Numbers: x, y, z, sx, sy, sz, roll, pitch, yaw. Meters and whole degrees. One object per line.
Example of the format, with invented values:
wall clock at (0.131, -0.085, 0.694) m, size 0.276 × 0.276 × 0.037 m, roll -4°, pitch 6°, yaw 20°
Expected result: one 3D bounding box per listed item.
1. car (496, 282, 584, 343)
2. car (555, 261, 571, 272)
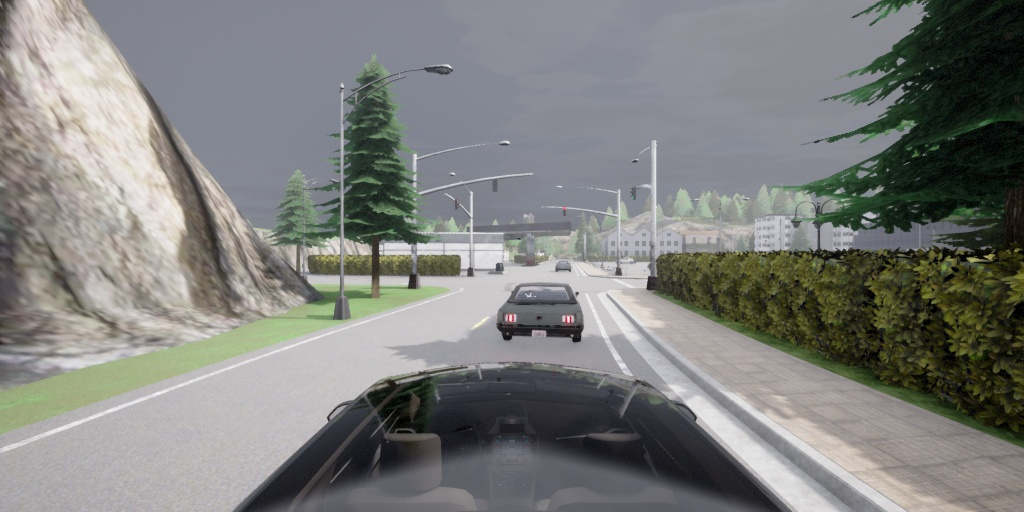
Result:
car at (0.883, 1.351, 9.760) m, size 1.895 × 1.301 × 4.718 m, roll 0°, pitch 0°, yaw 8°
car at (6.568, 1.314, 45.827) m, size 1.994 × 1.385 × 4.181 m, roll 0°, pitch 0°, yaw 9°
